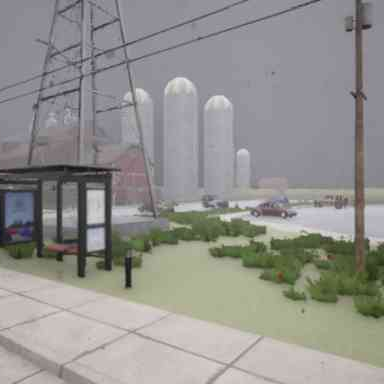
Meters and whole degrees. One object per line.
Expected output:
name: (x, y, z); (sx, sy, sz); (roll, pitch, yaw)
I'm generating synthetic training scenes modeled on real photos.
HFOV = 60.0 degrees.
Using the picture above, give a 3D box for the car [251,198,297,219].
car: (7.285, 1.553, 29.732); (3.905, 1.438, 1.784); (0, 0, 35)

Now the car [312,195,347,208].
car: (19.951, 1.343, 48.304); (4.605, 1.855, 1.932); (0, 0, 35)

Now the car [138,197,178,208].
car: (-3.966, 1.577, 36.085); (4.193, 1.474, 1.816); (0, 0, 35)

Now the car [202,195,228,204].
car: (3.252, 1.386, 47.487); (3.866, 1.878, 1.905); (0, 0, 35)

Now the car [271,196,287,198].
car: (17.051, 1.553, 67.375); (4.611, 1.667, 2.242); (0, 0, 35)
